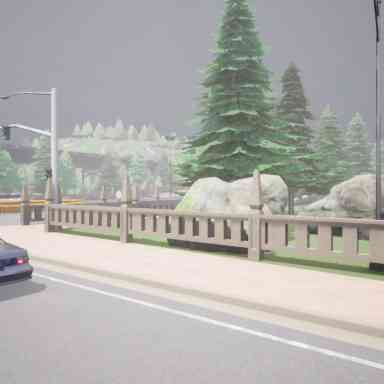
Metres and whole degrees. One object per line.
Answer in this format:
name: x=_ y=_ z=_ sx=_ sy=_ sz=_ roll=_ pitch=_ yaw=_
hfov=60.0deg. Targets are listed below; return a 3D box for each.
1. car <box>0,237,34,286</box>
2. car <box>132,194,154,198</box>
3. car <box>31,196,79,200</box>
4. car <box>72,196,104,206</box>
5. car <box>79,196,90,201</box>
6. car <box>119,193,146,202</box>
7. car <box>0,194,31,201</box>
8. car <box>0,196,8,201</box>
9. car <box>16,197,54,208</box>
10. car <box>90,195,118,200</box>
car: x=-6.105 y=1.547 z=8.317 sx=5.357 sy=1.411 sz=2.033 roll=0 pitch=0 yaw=36
car: x=-8.645 y=1.290 z=58.370 sx=2.128 sy=1.511 sz=4.902 roll=0 pitch=2 yaw=36
car: x=-18.370 y=1.478 z=44.823 sx=1.882 sy=1.535 sz=5.008 roll=0 pitch=0 yaw=36
car: x=-17.913 y=1.456 z=57.463 sx=2.128 sy=1.511 sz=4.902 roll=0 pitch=1 yaw=36
car: x=-18.508 y=1.352 z=50.624 sx=2.097 sy=1.767 sz=4.553 roll=0 pitch=0 yaw=35
car: x=-11.695 y=1.131 z=66.083 sx=2.033 sy=1.411 sz=5.357 roll=0 pitch=3 yaw=36
car: x=-24.176 y=1.221 z=42.748 sx=2.150 sy=2.045 sz=5.566 roll=0 pitch=0 yaw=36
car: x=-23.925 y=1.491 z=37.113 sx=2.128 sy=1.511 sz=4.902 roll=0 pitch=0 yaw=36
car: x=-23.398 y=1.505 z=49.816 sx=1.837 sy=1.490 sz=4.892 roll=0 pitch=0 yaw=36
car: x=-13.022 y=1.334 z=52.270 sx=2.097 sy=1.767 sz=4.553 roll=0 pitch=1 yaw=36
